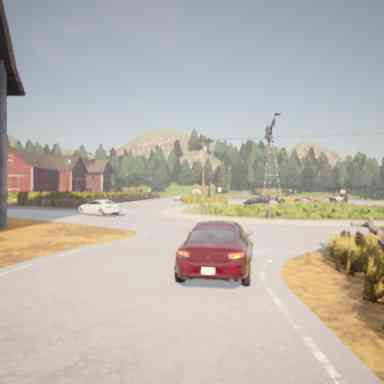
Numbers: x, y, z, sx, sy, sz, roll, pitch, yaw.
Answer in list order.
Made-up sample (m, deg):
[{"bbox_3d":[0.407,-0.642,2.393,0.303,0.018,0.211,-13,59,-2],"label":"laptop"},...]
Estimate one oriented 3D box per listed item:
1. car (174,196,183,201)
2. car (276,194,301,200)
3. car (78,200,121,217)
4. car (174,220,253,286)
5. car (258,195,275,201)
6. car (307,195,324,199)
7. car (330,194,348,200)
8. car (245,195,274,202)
[{"bbox_3d":[-3.387,1.559,82.951,1.895,1.301,4.718,0,0,3],"label":"car"},{"bbox_3d":[17.979,1.283,62.267,4.605,1.855,1.932,0,0,3],"label":"car"},{"bbox_3d":[-8.483,1.438,30.525,4.674,1.442,1.812,0,0,35],"label":"car"},{"bbox_3d":[0.729,1.522,9.383,1.812,1.442,4.674,0,0,10],"label":"car"},{"bbox_3d":[18.883,1.484,84.729,3.905,1.438,1.784,0,0,3],"label":"car"},{"bbox_3d":[31.790,1.469,85.301,4.193,1.474,1.816,0,0,3],"label":"car"},{"bbox_3d":[31.709,1.283,71.807,3.866,1.878,1.905,0,0,3],"label":"car"},{"bbox_3d":[10.730,1.524,54.404,2.033,1.411,5.357,0,0,44],"label":"car"}]
